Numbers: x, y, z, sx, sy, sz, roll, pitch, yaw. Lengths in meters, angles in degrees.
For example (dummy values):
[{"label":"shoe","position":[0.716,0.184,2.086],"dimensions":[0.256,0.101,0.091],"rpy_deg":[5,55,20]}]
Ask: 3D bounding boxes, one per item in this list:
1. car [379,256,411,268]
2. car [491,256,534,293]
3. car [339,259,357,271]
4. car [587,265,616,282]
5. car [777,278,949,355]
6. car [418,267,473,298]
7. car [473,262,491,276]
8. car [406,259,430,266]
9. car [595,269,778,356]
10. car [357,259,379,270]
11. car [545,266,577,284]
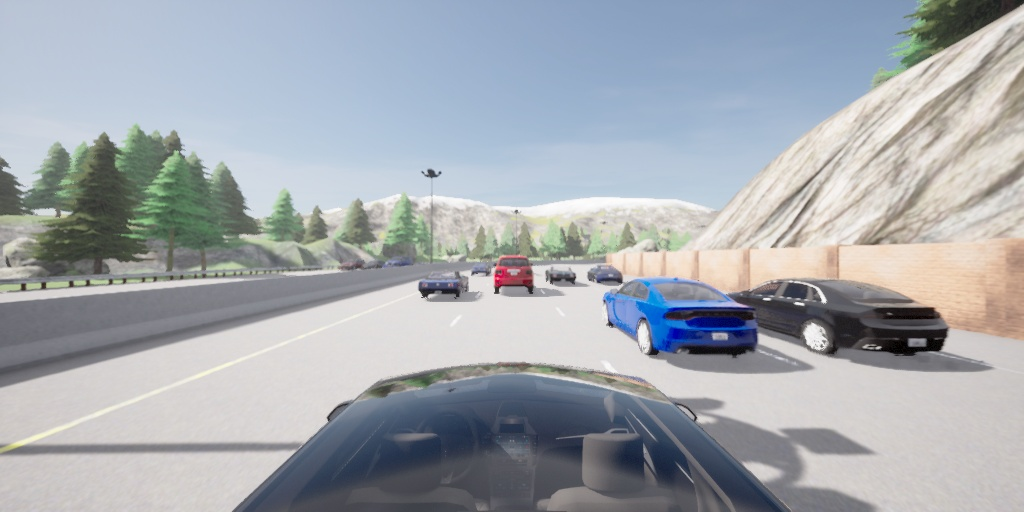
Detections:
[{"label":"car","position":[-16.339,1.086,51.810],"dimensions":[2.150,2.045,5.566],"rpy_deg":[0,0,10]},{"label":"car","position":[0.099,1.018,21.204],"dimensions":[2.150,2.045,5.566],"rpy_deg":[0,0,0]},{"label":"car","position":[-23.275,1.220,52.731],"dimensions":[2.097,1.767,4.553],"rpy_deg":[0,0,9]},{"label":"car","position":[7.098,1.376,27.754],"dimensions":[1.994,1.385,4.181],"rpy_deg":[0,0,0]},{"label":"car","position":[7.099,1.272,8.703],"dimensions":[1.837,1.490,4.892],"rpy_deg":[0,0,0]},{"label":"car","position":[-3.401,1.391,18.728],"dimensions":[1.895,1.301,4.718],"rpy_deg":[0,0,0]},{"label":"car","position":[-3.301,1.387,39.394],"dimensions":[2.033,1.411,5.357],"rpy_deg":[0,0,2]},{"label":"car","position":[-12.882,1.489,51.261],"dimensions":[1.895,1.301,4.718],"rpy_deg":[0,0,10]},{"label":"car","position":[3.600,1.244,8.677],"dimensions":[1.882,1.535,5.008],"rpy_deg":[0,0,0]},{"label":"car","position":[-19.853,1.380,51.940],"dimensions":[1.837,1.490,4.892],"rpy_deg":[0,-1,9]},{"label":"car","position":[3.597,1.412,27.339],"dimensions":[1.895,1.301,4.718],"rpy_deg":[0,0,0]}]
